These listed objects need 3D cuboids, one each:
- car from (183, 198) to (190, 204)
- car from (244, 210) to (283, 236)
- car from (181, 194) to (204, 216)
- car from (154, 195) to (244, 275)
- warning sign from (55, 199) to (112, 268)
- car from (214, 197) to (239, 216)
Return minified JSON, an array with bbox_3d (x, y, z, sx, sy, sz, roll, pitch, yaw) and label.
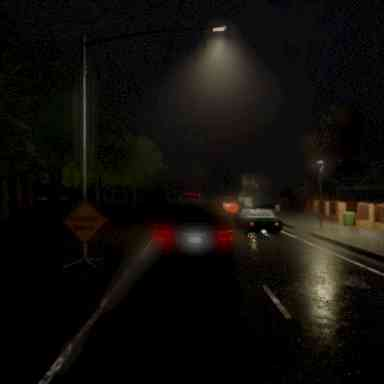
[{"bbox_3d":[-1.360,2.303,89.530,1.882,1.535,5.008,0,-1,0],"label":"car"},{"bbox_3d":[3.566,1.642,18.667,1.895,1.301,4.718,0,0,0],"label":"car"},{"bbox_3d":[0.045,1.292,34.039,2.150,2.045,5.566,0,-1,0],"label":"car"},{"bbox_3d":[0.049,1.248,10.659,2.150,2.045,5.566,0,0,-1],"label":"car"},{"bbox_3d":[-3.064,1.136,9.523,1.300,1.860,1.060,0,0,0],"label":"warning sign"},{"bbox_3d":[3.541,1.432,34.999,2.097,1.767,4.553,0,0,0],"label":"car"}]
